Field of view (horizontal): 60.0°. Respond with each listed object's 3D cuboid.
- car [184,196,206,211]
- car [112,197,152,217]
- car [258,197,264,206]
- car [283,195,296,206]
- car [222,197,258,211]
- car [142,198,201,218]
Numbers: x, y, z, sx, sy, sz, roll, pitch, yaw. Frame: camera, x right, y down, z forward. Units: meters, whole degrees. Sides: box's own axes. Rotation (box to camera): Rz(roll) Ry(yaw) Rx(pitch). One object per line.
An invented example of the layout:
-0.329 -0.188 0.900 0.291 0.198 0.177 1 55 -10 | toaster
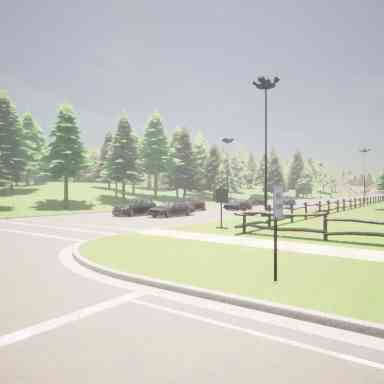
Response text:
-0.277 1.353 38.658 2.097 1.767 4.553 0 0 35 | car
-5.371 1.352 31.410 2.097 1.767 4.553 0 0 35 | car
9.980 1.507 53.193 1.837 1.490 4.892 0 -1 36 | car
15.468 1.351 54.850 2.097 1.767 4.553 0 0 35 | car
5.781 1.548 41.203 2.033 1.411 5.357 0 0 35 | car
-1.752 1.547 30.476 2.033 1.411 5.357 0 0 35 | car
